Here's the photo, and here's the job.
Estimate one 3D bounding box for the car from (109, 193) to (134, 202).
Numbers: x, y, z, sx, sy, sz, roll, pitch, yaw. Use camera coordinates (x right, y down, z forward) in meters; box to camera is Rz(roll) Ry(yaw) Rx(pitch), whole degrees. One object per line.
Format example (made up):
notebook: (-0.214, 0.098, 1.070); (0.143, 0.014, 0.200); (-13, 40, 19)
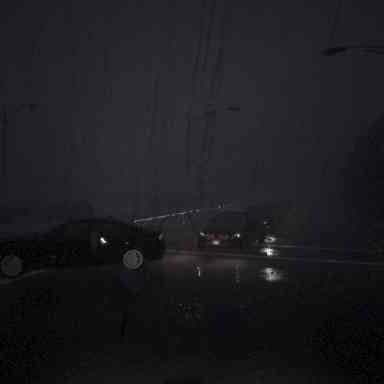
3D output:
car: (-13.809, 1.045, 65.312); (4.605, 1.855, 1.932); (0, 0, 18)

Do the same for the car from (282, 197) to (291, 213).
car: (7.747, 1.486, 30.515); (1.837, 1.490, 4.892); (0, 0, 19)

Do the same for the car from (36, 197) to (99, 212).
car: (-9.036, 1.356, 24.209); (3.633, 1.501, 1.845); (0, 0, 18)

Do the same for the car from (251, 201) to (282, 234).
car: (3.960, 1.490, 19.305); (1.837, 1.490, 4.892); (0, 0, 19)

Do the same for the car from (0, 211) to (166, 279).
car: (-3.285, 1.475, 9.871); (5.008, 1.535, 1.882); (0, 0, -15)

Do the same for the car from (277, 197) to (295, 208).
car: (13.539, 1.468, 47.686); (2.128, 1.511, 4.902); (0, 0, 19)

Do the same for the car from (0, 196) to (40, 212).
car: (-15.115, 1.356, 29.404); (3.806, 1.475, 1.970); (0, 0, 18)

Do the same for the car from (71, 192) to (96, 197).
car: (-18.464, 1.249, 53.736); (4.514, 1.523, 2.007); (0, 0, 18)

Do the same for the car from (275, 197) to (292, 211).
car: (11.658, 1.483, 42.110); (1.837, 1.490, 4.892); (0, 0, 19)

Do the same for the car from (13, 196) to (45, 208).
car: (-21.698, 1.273, 44.281); (3.633, 1.501, 1.845); (0, 0, 18)

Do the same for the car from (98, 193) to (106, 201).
car: (-20.214, 1.014, 70.941); (3.866, 1.878, 1.905); (0, 0, 18)

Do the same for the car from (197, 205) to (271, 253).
car: (1.813, 1.514, 13.896); (1.812, 1.442, 4.674); (0, 0, 24)

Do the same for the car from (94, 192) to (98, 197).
car: (-21.856, 1.298, 67.986); (3.806, 1.475, 1.970); (0, 0, 18)

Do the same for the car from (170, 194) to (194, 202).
car: (-2.104, 1.257, 68.690); (4.514, 1.523, 2.007); (0, 0, 18)

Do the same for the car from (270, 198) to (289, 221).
car: (5.870, 1.474, 24.951); (2.128, 1.511, 4.902); (0, 0, 19)

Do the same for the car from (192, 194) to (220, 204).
car: (1.660, 1.125, 56.782); (5.027, 1.636, 2.152); (0, 0, 18)

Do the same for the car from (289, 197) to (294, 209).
car: (9.786, 1.543, 36.553); (1.994, 1.385, 4.181); (0, 0, 19)

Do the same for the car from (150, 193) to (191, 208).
car: (-2.967, 1.074, 41.774); (4.605, 1.855, 1.932); (0, 0, 18)
